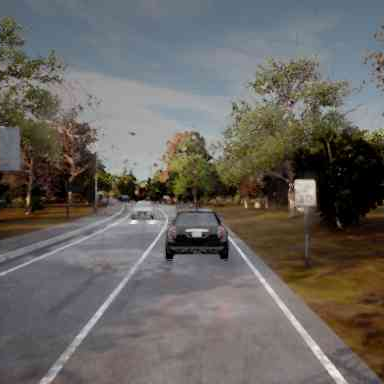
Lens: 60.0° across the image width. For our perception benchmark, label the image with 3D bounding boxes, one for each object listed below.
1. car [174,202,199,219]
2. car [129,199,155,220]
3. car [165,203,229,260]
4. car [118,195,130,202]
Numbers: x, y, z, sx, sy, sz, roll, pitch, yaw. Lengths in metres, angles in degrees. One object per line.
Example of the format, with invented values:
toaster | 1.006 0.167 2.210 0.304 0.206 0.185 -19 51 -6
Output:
car | -0.568 1.623 30.400 1.895 1.301 4.718 1 0 -5
car | -4.149 1.515 28.625 1.812 1.442 4.674 1 0 -5
car | 0.160 1.357 12.630 2.097 1.767 4.553 0 0 0
car | -14.127 1.359 69.367 2.033 1.411 5.357 2 0 -22
